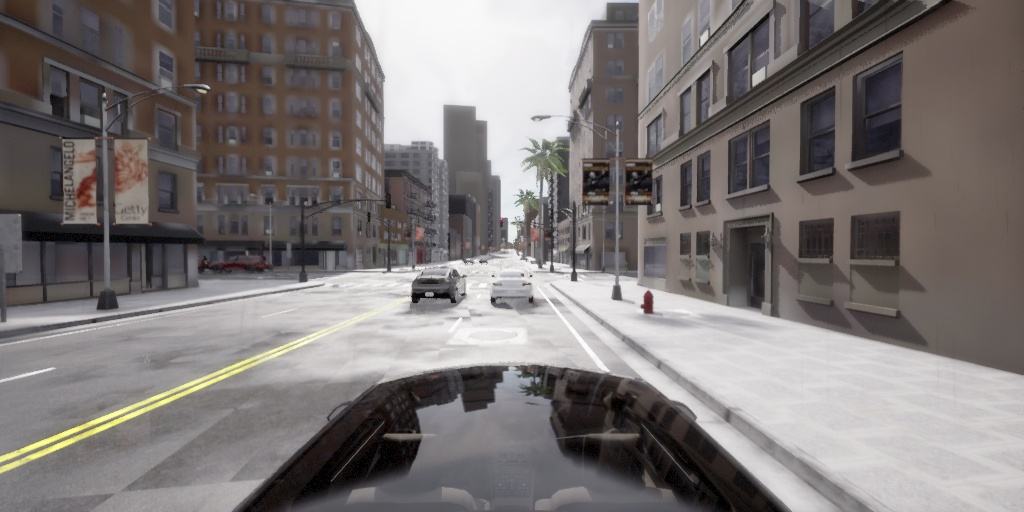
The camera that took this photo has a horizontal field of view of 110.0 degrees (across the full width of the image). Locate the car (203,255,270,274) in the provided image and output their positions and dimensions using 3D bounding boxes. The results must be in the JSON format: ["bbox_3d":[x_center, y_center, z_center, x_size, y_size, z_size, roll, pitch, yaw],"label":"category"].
[{"bbox_3d":[-27.145,0.831,35.899,5.009,1.841,2.192,0,0,-9],"label":"car"}]

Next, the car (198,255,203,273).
[{"bbox_3d":[-32.591,0.789,35.077,5.009,1.841,2.192,0,0,-9],"label":"car"}]

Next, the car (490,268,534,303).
[{"bbox_3d":[0.000,1.278,16.503,1.812,1.442,4.674,0,0,0],"label":"car"}]

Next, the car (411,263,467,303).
[{"bbox_3d":[-3.251,1.261,16.503,1.837,1.490,4.892,0,0,0],"label":"car"}]
